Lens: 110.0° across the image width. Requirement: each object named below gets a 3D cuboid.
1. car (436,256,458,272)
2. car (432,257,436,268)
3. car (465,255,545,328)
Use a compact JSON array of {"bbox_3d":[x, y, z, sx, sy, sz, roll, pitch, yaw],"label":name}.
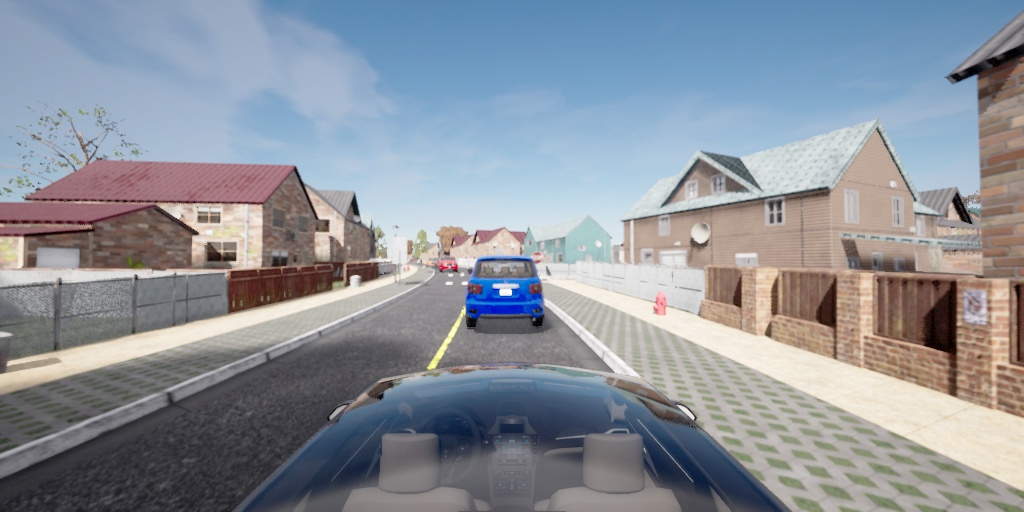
[{"bbox_3d":[-8.159,0.988,45.772,2.150,2.045,5.566,0,0,-14],"label":"car"},{"bbox_3d":[-11.132,1.137,56.909,2.097,1.767,4.553,0,-1,-16],"label":"car"},{"bbox_3d":[-0.279,0.980,11.610,2.150,2.045,5.566,0,0,-3],"label":"car"}]
